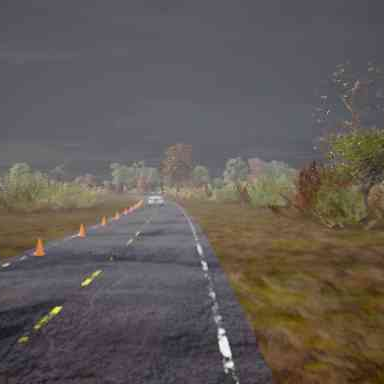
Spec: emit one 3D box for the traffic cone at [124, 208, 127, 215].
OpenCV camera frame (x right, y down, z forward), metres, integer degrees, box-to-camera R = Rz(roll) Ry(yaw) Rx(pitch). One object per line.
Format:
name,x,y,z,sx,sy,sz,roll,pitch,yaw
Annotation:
traffic cone,-6.305,1.836,31.601,0.340,0.580,0.340,0,0,-4

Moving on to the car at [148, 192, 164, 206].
car,-5.349,1.037,49.502,2.150,2.045,5.566,0,0,-6

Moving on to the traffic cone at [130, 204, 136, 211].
traffic cone,-6.665,1.819,36.560,0.340,0.580,0.340,0,0,-4

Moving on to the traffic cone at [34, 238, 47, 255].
traffic cone,-5.368,1.913,11.733,0.340,0.580,0.340,0,0,-2
